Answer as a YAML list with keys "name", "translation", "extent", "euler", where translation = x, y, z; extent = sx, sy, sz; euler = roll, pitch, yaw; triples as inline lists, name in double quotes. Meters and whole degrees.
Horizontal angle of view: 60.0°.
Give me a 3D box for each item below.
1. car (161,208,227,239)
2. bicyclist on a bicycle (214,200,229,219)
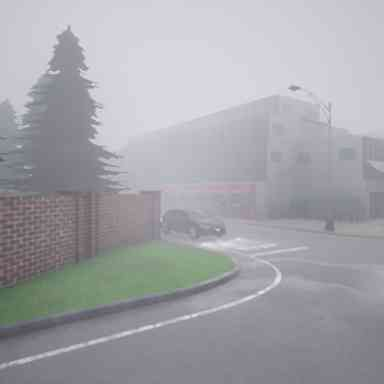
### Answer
- name: "car"
  translation: [-0.054, 1.676, 18.794]
  extent: [1.837, 1.490, 4.892]
  euler: [0, 0, -35]
- name: "bicyclist on a bicycle"
  translation: [2.535, 1.468, 28.213]
  extent: [1.656, 1.620, 0.582]
  euler: [0, 0, -35]
